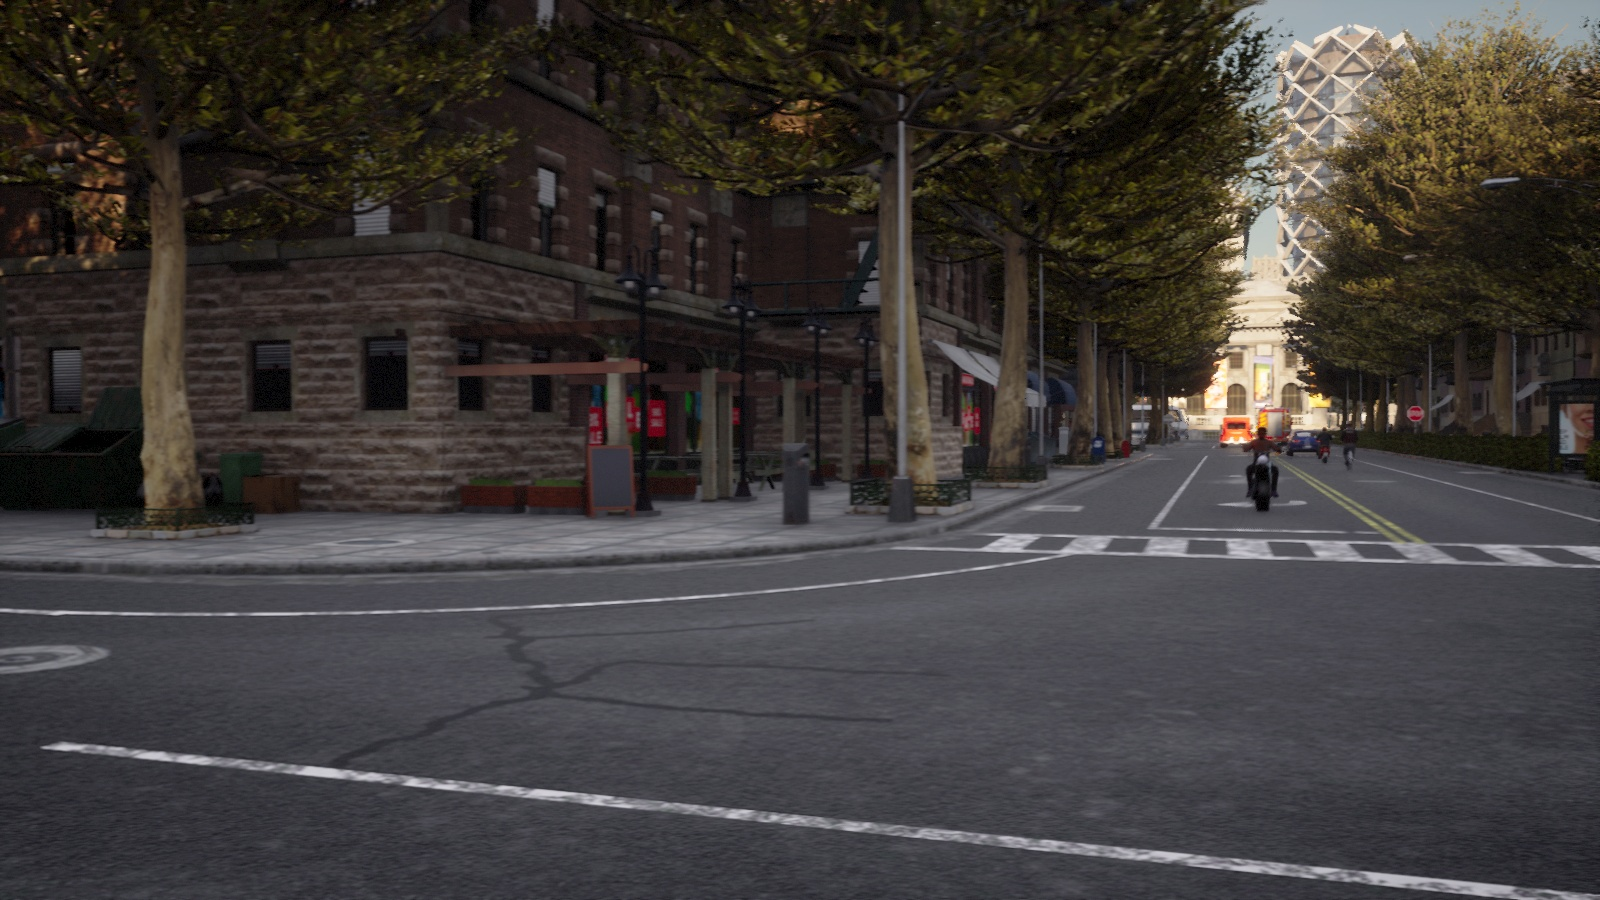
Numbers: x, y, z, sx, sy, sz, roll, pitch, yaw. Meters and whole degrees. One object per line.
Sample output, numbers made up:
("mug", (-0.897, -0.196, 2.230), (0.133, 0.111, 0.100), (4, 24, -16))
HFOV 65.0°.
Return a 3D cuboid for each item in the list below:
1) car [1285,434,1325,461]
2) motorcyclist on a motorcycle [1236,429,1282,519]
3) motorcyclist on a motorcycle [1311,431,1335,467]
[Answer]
("car", (28.292, -0.169, 70.451), (1.812, 1.442, 4.674), (1, 1, 19))
("motorcyclist on a motorcycle", (8.839, 0.422, 24.261), (0.766, 1.649, 2.350), (1, 1, 19))
("motorcyclist on a motorcycle", (23.663, -0.042, 56.879), (0.866, 1.590, 1.817), (1, 1, 19))
